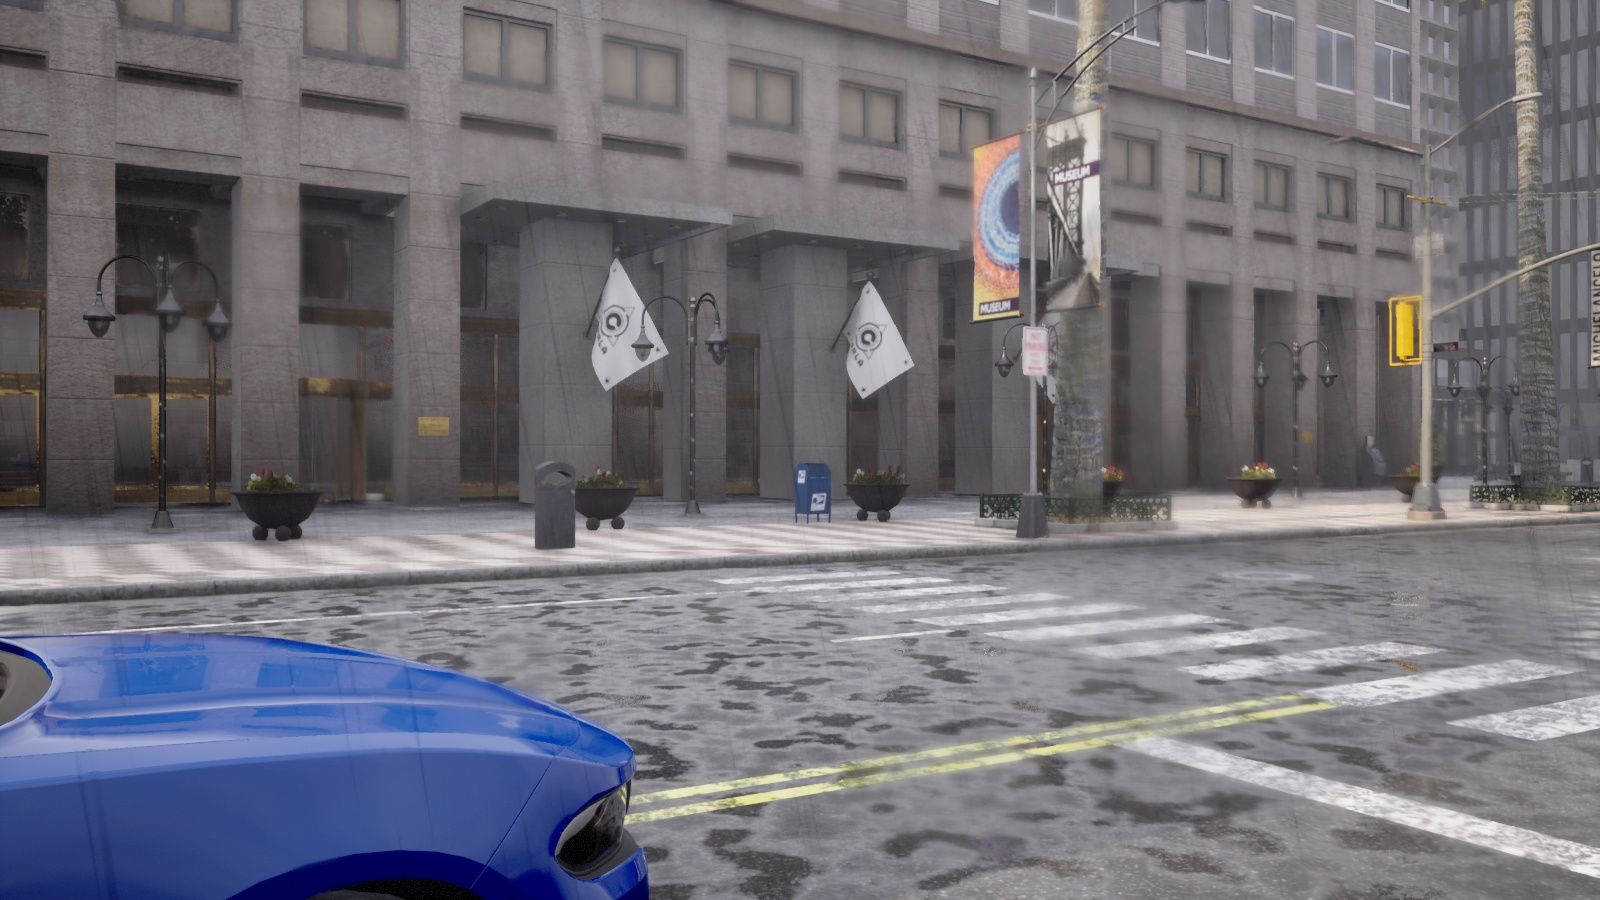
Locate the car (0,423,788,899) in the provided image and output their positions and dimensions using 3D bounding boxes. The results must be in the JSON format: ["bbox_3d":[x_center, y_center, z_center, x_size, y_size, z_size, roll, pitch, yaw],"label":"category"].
[{"bbox_3d":[-2.602,0.733,1.896,5.008,1.535,1.882,0,0,-36],"label":"car"}]
